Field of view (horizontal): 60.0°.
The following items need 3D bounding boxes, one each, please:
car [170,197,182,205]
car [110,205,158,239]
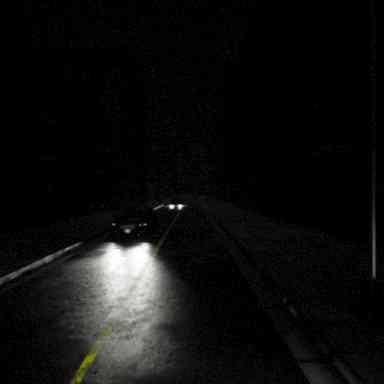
[{"bbox_3d":[-2.794,1.531,58.373,1.895,1.301,4.718,0,0,1],"label":"car"},{"bbox_3d":[-2.848,1.459,17.118,2.128,1.511,4.902,0,0,0],"label":"car"}]
